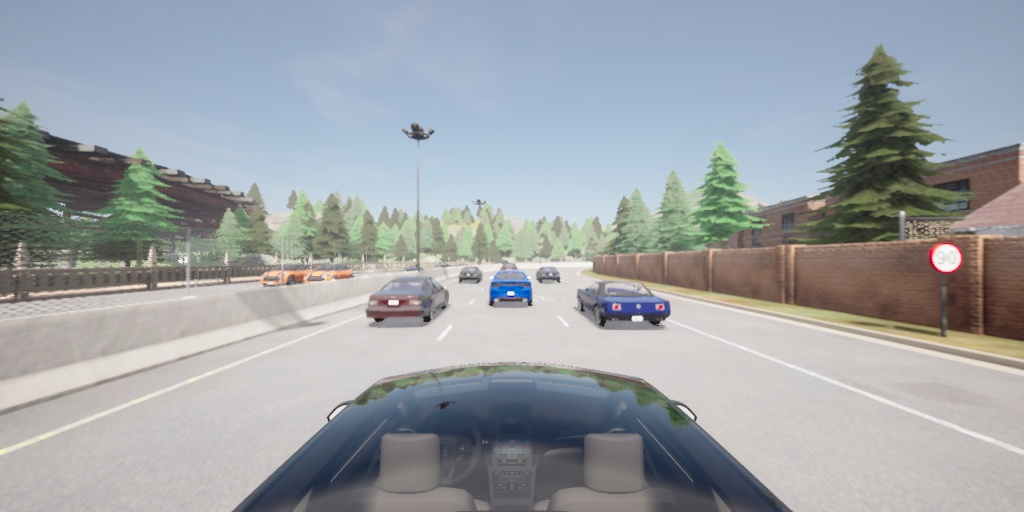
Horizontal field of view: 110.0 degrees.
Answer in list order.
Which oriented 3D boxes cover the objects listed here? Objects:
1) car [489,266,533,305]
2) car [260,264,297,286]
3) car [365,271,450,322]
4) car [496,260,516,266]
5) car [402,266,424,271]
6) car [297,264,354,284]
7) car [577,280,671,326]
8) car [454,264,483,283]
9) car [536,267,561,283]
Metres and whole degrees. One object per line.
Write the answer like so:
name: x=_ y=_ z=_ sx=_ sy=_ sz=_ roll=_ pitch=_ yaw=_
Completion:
car: x=-0.067 y=1.414 z=17.247 sx=1.882 sy=1.535 sz=5.008 roll=0 pitch=0 yaw=0
car: x=-17.865 y=1.439 z=28.775 sx=2.097 sy=1.767 sz=4.553 roll=0 pitch=-1 yaw=0
car: x=-3.525 y=1.435 z=12.982 sx=2.033 sy=1.411 sz=5.357 roll=0 pitch=-1 yaw=-2
car: x=-0.250 y=1.518 z=36.467 sx=2.097 sy=1.767 sz=4.553 roll=0 pitch=-1 yaw=0
car: x=-10.848 y=1.772 z=39.373 sx=1.994 sy=1.385 sz=4.181 roll=0 pitch=-1 yaw=1
car: x=-14.358 y=1.431 z=28.299 sx=2.097 sy=1.767 sz=4.553 roll=0 pitch=-1 yaw=0
car: x=3.475 y=1.474 z=12.175 sx=1.895 sy=1.301 sz=4.718 roll=0 pitch=-1 yaw=0
car: x=-3.730 y=1.672 z=32.796 sx=2.033 sy=1.411 sz=5.357 roll=0 pitch=-1 yaw=-1
car: x=3.270 y=1.669 z=32.916 sx=2.033 sy=1.411 sz=5.357 roll=0 pitch=-1 yaw=-1
